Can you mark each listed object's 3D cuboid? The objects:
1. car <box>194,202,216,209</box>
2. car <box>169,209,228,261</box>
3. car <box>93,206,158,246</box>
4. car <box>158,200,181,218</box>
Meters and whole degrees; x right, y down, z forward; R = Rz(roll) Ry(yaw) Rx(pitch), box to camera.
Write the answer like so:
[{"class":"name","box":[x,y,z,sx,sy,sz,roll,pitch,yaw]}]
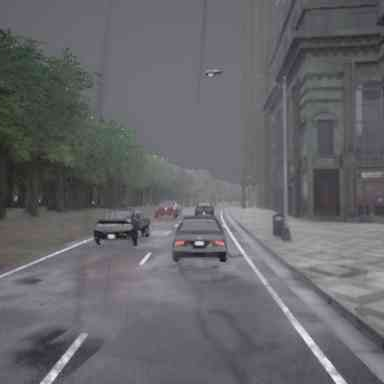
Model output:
[{"class":"car","box":[1.285,1.750,32.707,1.837,1.490,4.892,0,-1,4]},{"class":"car","box":[0.297,1.594,12.422,2.033,1.411,5.357,0,0,2]},{"class":"car","box":[-3.098,1.554,15.557,2.128,1.511,4.902,0,0,2]},{"class":"car","box":[-2.232,1.596,32.543,2.097,1.767,4.553,0,-1,4]}]
